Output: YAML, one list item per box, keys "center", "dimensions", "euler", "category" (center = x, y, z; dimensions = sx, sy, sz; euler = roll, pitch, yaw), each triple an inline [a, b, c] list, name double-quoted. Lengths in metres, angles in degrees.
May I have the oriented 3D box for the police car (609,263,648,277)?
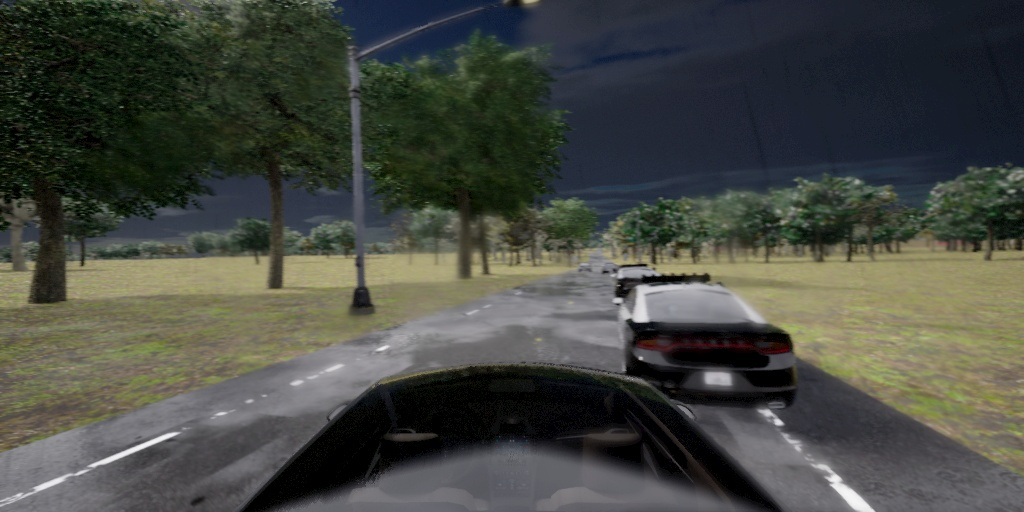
- center: [5.498, 1.152, 16.016]
  dimensions: [1.930, 1.638, 5.238]
  euler: [-2, -1, 15]
  category: "police car"

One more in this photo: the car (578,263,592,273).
- center: [10.827, 1.700, 53.214]
  dimensions: [1.812, 1.442, 4.674]
  euler: [-2, -1, 15]
  category: "car"

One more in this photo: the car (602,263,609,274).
- center: [12.055, 1.531, 44.095]
  dimensions: [1.994, 1.385, 4.181]
  euler: [-2, -1, 15]
  category: "car"

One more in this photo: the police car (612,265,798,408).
- center: [2.883, 1.121, 6.359]
  dimensions: [1.930, 1.638, 5.238]
  euler: [-2, -1, 15]
  category: "police car"

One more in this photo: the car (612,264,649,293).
- center: [7.041, 1.265, 21.701]
  dimensions: [1.837, 1.490, 4.892]
  euler: [-2, -1, 15]
  category: "car"
